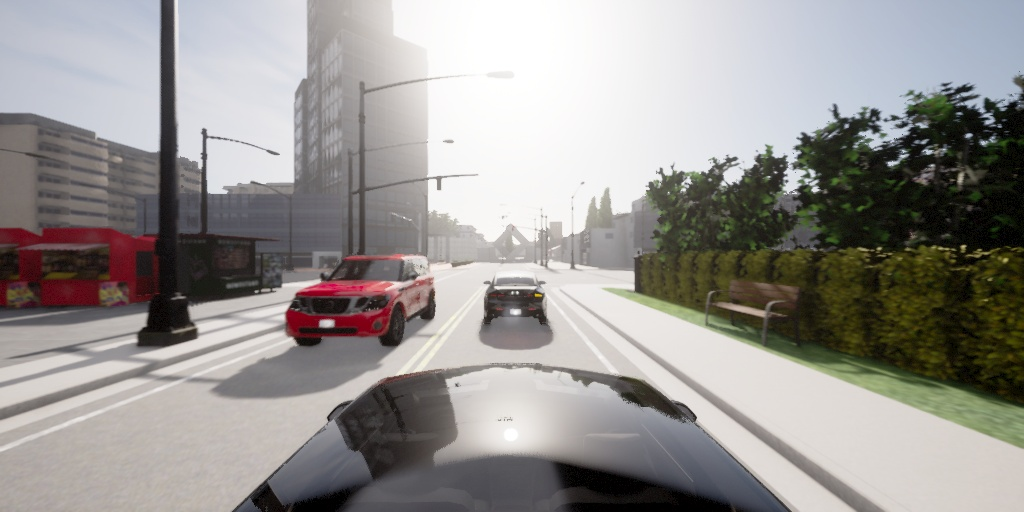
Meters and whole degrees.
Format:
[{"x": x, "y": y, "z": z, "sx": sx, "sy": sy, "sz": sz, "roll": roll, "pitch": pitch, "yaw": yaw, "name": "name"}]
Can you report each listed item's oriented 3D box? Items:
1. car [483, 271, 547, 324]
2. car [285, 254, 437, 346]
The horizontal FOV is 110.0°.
[{"x": 0.098, "y": 1.242, "z": 11.961, "sx": 1.837, "sy": 1.490, "sz": 4.892, "roll": 0, "pitch": 0, "yaw": 0, "name": "car"}, {"x": -3.576, "y": 0.963, "z": 9.742, "sx": 2.150, "sy": 2.045, "sz": 5.566, "roll": 0, "pitch": 0, "yaw": 1, "name": "car"}]
